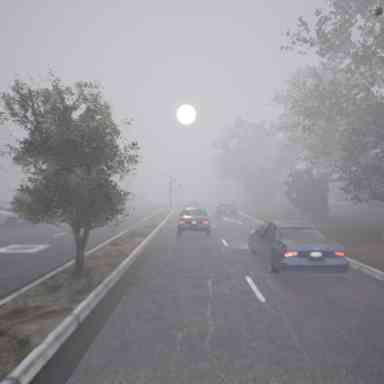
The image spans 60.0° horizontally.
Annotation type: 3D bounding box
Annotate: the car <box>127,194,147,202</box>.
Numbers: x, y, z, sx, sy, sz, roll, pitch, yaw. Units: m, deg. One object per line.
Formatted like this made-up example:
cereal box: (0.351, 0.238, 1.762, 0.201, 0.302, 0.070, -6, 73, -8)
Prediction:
car: (-13.641, 1.503, 82.613, 4.553, 1.767, 2.185, -1, 0, -19)

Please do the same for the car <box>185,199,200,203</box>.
car: (0.096, 1.577, 41.762, 1.994, 1.385, 4.181, 0, 0, 0)

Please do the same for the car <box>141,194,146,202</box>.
car: (-13.802, 1.338, 73.563, 5.566, 2.045, 2.435, -1, 0, -20)

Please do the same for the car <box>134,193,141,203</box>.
car: (-13.781, 1.616, 70.565, 4.674, 1.452, 2.002, -1, 0, -20)

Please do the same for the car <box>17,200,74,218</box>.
car: (-13.793, 1.558, 31.566, 4.792, 1.488, 2.163, -1, 0, -20)

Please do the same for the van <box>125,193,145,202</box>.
van: (-13.616, 1.388, 79.635, 4.442, 1.987, 1.878, -1, -1, -19)

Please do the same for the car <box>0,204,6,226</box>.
car: (-13.858, 1.440, 19.538, 4.553, 1.767, 2.185, -1, 0, -20)

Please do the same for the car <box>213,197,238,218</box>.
car: (3.097, 1.530, 31.062, 2.128, 1.511, 4.902, 0, 0, 0)

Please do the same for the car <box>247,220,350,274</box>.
car: (3.099, 1.615, 10.817, 2.033, 1.411, 5.357, 0, 0, 0)

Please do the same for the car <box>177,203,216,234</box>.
car: (0.098, 1.622, 19.587, 2.033, 1.411, 5.357, 0, 0, 0)

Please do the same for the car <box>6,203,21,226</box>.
car: (-13.827, 1.600, 22.549, 4.674, 1.452, 2.002, -1, 0, -20)
